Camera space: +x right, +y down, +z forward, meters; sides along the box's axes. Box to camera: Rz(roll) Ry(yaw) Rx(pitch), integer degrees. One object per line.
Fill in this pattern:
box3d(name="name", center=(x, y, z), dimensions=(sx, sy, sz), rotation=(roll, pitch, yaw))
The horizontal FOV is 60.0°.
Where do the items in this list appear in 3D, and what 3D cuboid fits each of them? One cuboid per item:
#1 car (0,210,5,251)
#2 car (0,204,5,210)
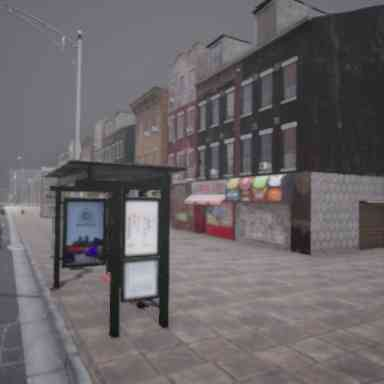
box3d(name="car", center=(-9.328, 1.739, 14.501), dimensions=(2.033, 1.411, 5.357), rotation=(2, -1, -29))
box3d(name="car", center=(-25.226, 2.157, 42.793), dimensions=(1.994, 1.385, 4.181), rotation=(2, -1, -29))
